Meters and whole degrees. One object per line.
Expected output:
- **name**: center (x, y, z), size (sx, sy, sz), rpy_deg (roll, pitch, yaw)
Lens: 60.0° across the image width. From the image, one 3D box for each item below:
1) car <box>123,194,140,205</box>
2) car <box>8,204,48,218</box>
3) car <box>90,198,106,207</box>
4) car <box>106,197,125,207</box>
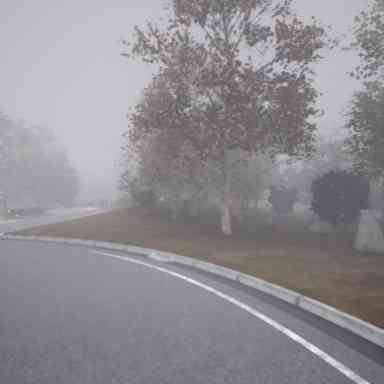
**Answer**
- **car**: center (-11.982, 1.414, 65.848), size (2.150, 2.045, 5.566), rpy_deg (-1, 0, 2)
- **car**: center (-16.472, 1.883, 33.647), size (1.895, 1.301, 4.718), rpy_deg (-1, 0, 2)
- **car**: center (-15.764, 1.744, 56.541), size (2.128, 1.511, 4.902), rpy_deg (-1, 0, 2)
- **car**: center (-12.218, 1.663, 55.462), size (1.882, 1.535, 5.008), rpy_deg (-1, 0, 2)
